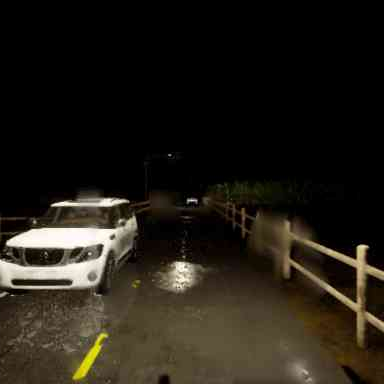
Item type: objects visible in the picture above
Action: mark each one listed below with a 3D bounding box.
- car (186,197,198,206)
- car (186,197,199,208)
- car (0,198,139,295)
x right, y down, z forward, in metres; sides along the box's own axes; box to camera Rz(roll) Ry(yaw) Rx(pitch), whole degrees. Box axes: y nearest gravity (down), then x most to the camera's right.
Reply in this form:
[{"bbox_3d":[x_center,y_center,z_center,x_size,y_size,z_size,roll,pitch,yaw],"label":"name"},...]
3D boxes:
[{"bbox_3d":[0.040,1.658,59.443,2.128,1.511,4.902,0,0,0],"label":"car"},{"bbox_3d":[0.034,1.694,49.463,1.895,1.301,4.718,0,0,0],"label":"car"},{"bbox_3d":[-2.833,1.213,9.024,2.150,2.045,5.566,0,0,0],"label":"car"}]
